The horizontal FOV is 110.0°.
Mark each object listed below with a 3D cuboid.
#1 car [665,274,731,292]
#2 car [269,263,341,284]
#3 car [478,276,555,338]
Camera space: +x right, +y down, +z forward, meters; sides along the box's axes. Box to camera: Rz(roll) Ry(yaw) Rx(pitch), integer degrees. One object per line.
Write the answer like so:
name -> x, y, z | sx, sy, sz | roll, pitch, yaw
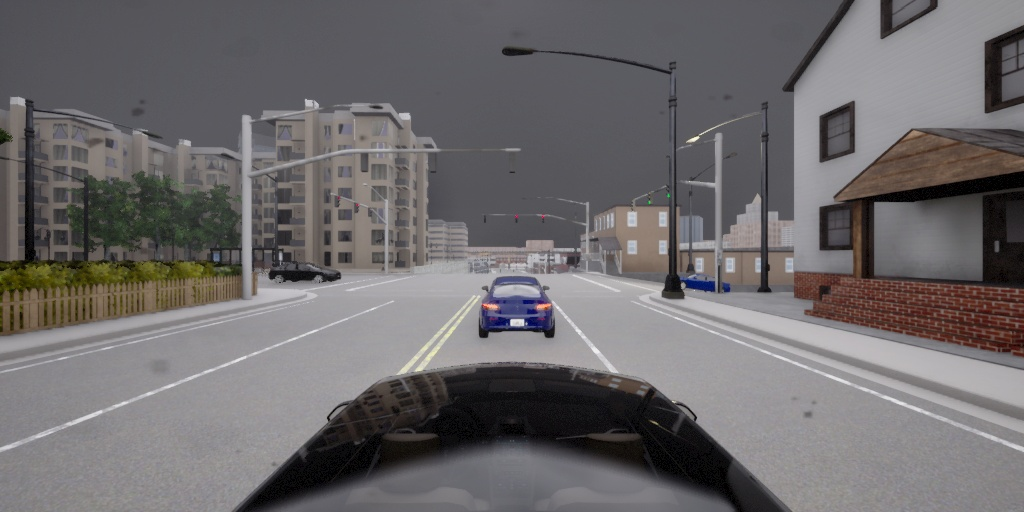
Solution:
car -> 15.369, 2.209, 29.744 | 5.008, 1.535, 1.882 | 9, 0, 1
car -> -15.210, 1.255, 26.476 | 4.892, 1.490, 1.837 | 0, 0, 1
car -> 0.107, 1.276, 10.055 | 1.812, 1.442, 4.674 | 0, 0, 0
